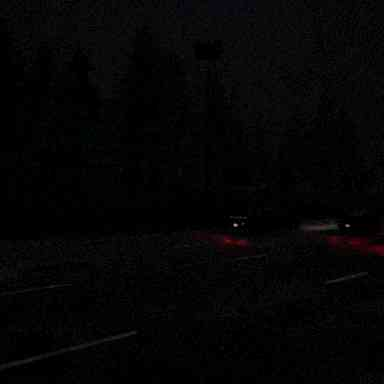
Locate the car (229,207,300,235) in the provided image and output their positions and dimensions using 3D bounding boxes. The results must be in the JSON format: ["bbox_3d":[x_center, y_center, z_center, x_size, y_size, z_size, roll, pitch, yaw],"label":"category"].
[{"bbox_3d":[4.376,1.627,19.766,4.902,1.511,2.128,1,0,-36],"label":"car"}]

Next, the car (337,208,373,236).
[{"bbox_3d":[10.536,1.705,19.860,4.674,1.442,1.812,0,0,-35],"label":"car"}]

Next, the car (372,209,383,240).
[{"bbox_3d":[10.909,1.639,15.828,5.008,1.535,1.882,0,0,-36],"label":"car"}]
